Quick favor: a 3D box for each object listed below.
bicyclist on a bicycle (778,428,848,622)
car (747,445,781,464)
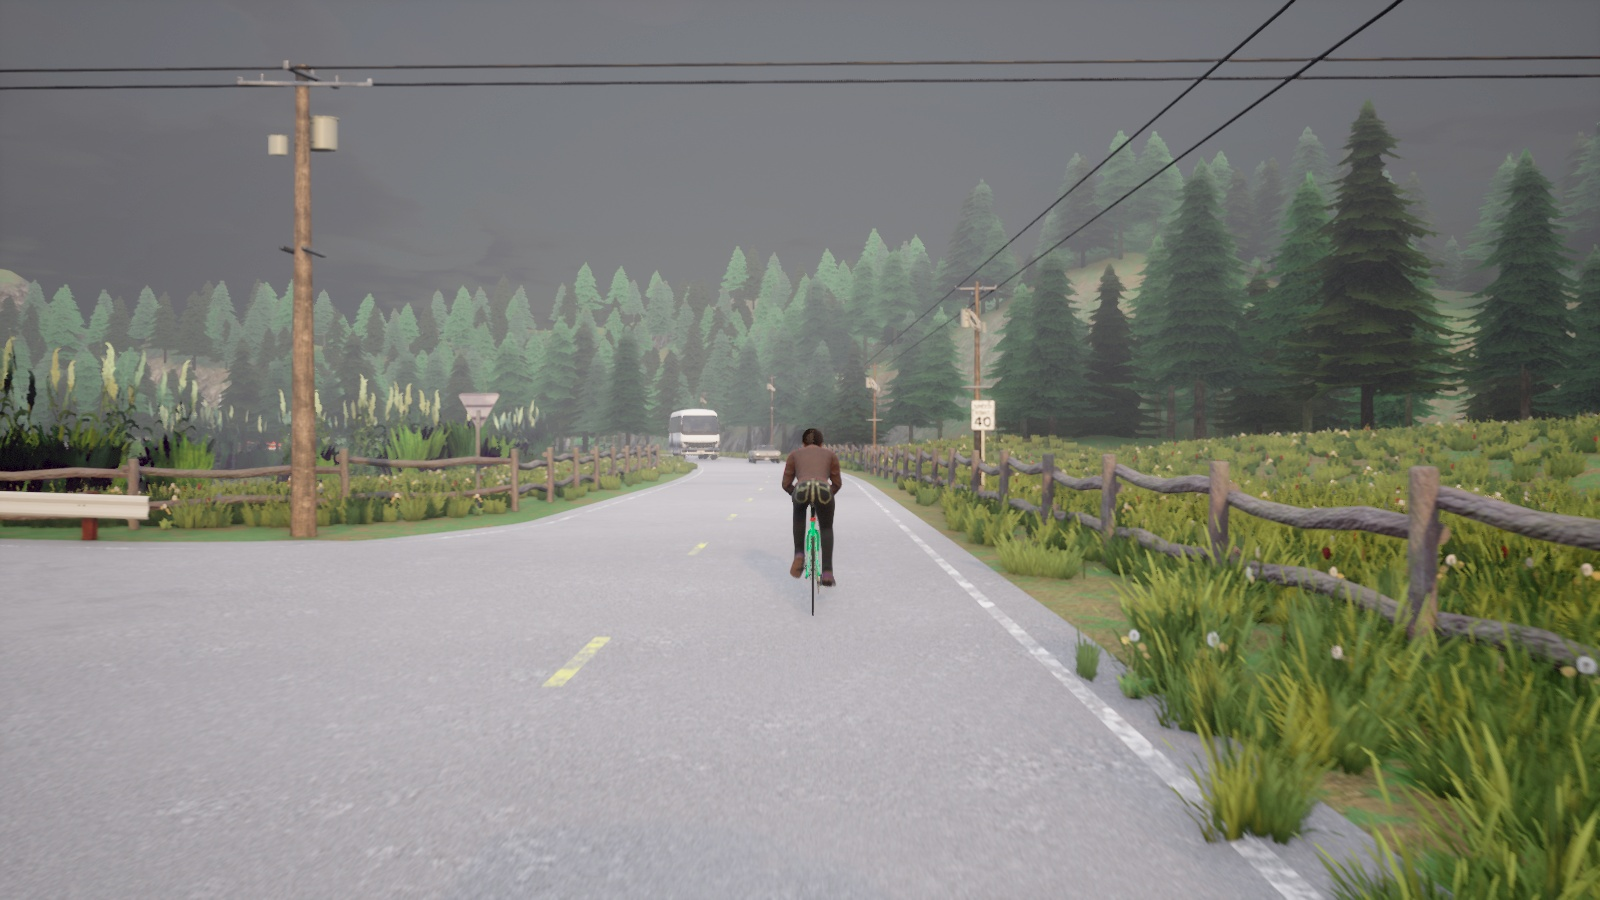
[{"bbox_3d":[0.113,0.626,11.322,0.582,1.620,1.656,0,0,1],"label":"bicyclist on a bicycle"},{"bbox_3d":[-2.566,0.277,87.835,1.895,1.301,4.718,0,0,-8],"label":"car"}]
